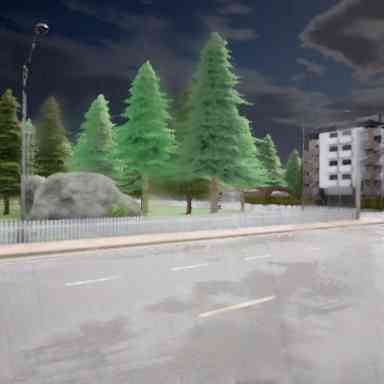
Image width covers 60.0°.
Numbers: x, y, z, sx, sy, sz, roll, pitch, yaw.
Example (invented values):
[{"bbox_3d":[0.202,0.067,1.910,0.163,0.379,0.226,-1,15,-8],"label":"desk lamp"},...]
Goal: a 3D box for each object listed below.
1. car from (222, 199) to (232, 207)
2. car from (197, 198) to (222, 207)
[{"bbox_3d":[5.338,1.938,60.031,1.837,1.490,4.892,1,-1,-33],"label":"car"},{"bbox_3d":[2.450,1.885,58.054,2.128,1.511,4.902,1,-1,-34],"label":"car"}]
